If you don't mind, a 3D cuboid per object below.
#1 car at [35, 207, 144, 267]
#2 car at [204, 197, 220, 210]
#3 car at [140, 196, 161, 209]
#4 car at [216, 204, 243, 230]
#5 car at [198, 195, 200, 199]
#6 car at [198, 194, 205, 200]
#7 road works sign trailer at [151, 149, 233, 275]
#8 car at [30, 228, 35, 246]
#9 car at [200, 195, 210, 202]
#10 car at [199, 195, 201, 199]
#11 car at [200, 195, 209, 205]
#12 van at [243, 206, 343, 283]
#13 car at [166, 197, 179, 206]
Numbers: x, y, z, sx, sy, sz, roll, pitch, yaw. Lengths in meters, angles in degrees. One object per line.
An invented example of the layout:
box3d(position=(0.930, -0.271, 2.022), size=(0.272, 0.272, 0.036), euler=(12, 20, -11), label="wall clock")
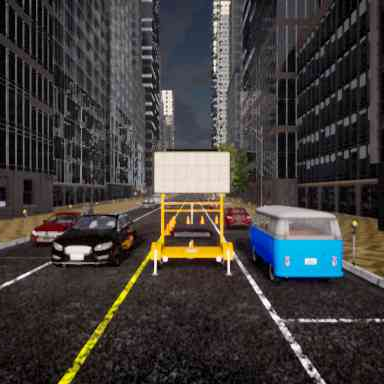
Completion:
box3d(position=(-3.097, 1.486, 11.409), size=(2.128, 1.511, 4.902), euler=(0, 0, 0), label="car")
box3d(position=(2.701, 1.565, 37.847), size=(1.802, 1.307, 4.206), euler=(0, 0, 0), label="car")
box3d(position=(-5.678, 1.530, 43.546), size=(2.008, 1.369, 4.403), euler=(0, 0, 0), label="car")
box3d(position=(2.696, 1.573, 20.769), size=(1.802, 1.307, 4.206), euler=(0, 0, 0), label="car")
box3d(position=(2.710, 1.383, 66.309), size=(1.967, 1.590, 4.097), euler=(0, 0, 0), label="car")
box3d(position=(2.719, 1.424, 94.772), size=(1.887, 1.381, 4.507), euler=(0, 0, 0), label="car")
box3d(position=(0.003, 0.460, 10.405), size=(2.380, 3.560, 2.880), euler=(0, 0, 0), label="road works sign trailer")
box3d(position=(-5.686, 1.575, 15.082), size=(1.802, 1.307, 4.206), euler=(0, 0, 0), label="car")
box3d(position=(2.711, 1.372, 72.002), size=(1.967, 1.590, 4.097), euler=(0, 0, 0), label="car")
box3d(position=(2.706, 1.516, 54.924), size=(2.008, 1.369, 4.403), euler=(0, 0, 0), label="car")
box3d(position=(2.705, 1.524, 49.232), size=(2.008, 1.369, 4.403), euler=(0, 0, 0), label="car")
box3d(position=(2.693, 1.337, 9.385), size=(1.690, 1.788, 3.998), euler=(0, 0, 0), label="van")
box3d(position=(-3.079, 1.515, 52.860), size=(2.033, 1.411, 5.357), euler=(0, 0, 0), label="car")
